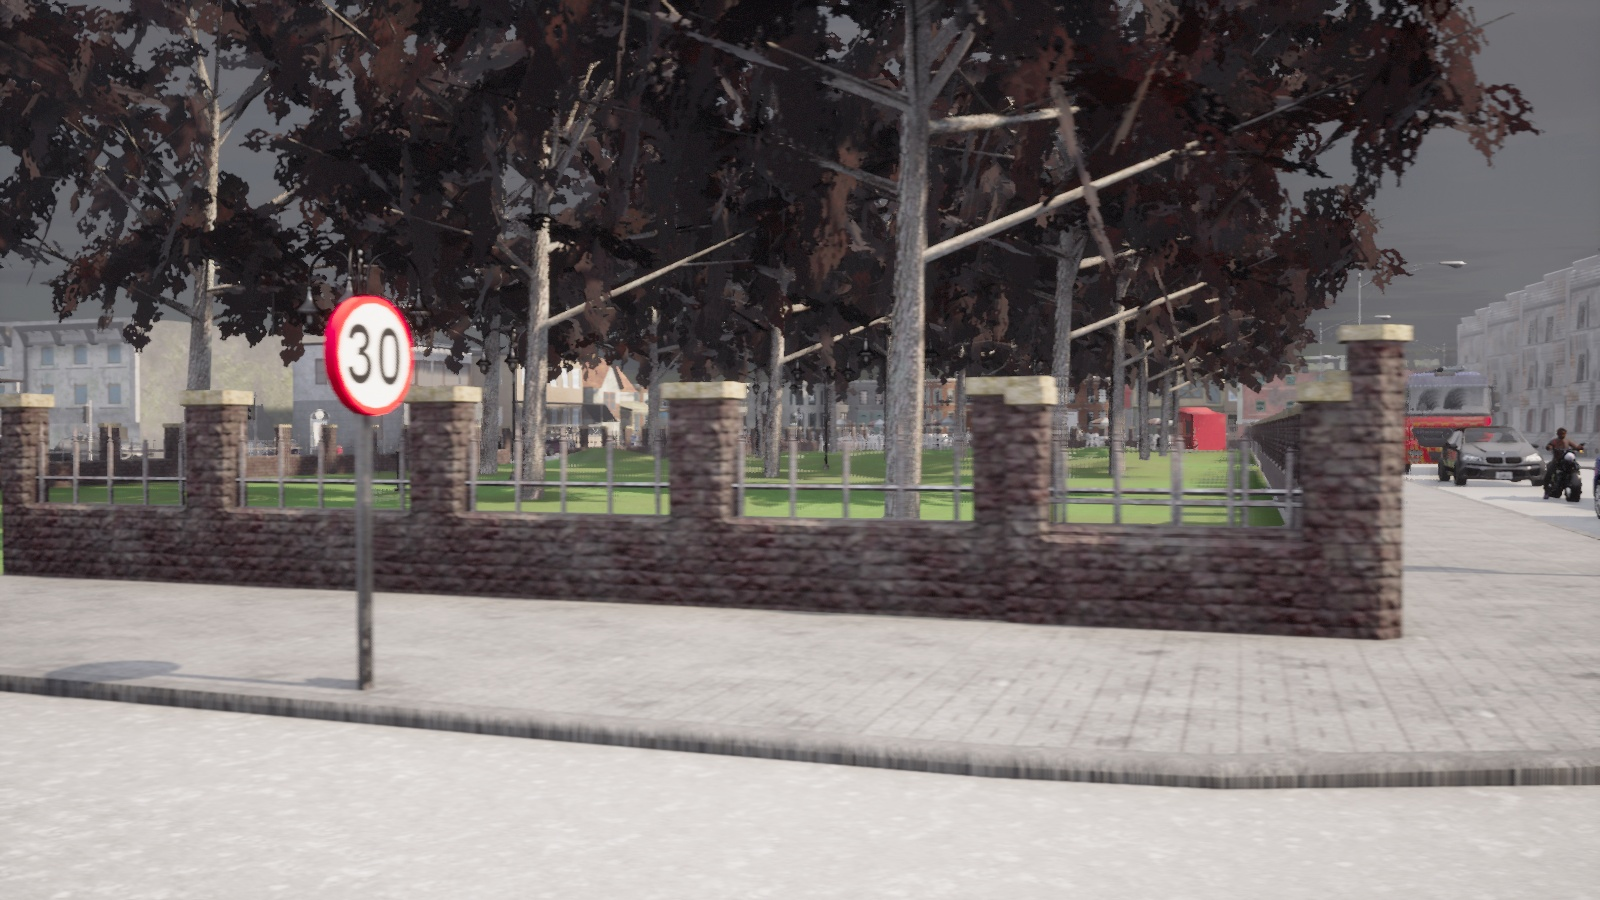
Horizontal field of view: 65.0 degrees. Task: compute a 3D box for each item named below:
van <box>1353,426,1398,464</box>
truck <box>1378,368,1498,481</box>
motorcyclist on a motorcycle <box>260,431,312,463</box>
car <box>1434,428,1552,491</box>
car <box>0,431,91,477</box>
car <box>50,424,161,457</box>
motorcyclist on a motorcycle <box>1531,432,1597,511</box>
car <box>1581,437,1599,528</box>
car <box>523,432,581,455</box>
[{"bbox_3d":[30.781,-0.280,67.257,1.775,1.987,4.442,1,1,19],"label":"van"},{"bbox_3d":[23.589,-0.928,46.846,2.891,3.827,8.468,1,1,19],"label":"truck"},{"bbox_3d":[-25.191,-0.149,61.559,2.191,1.530,0.866,0,0,2],"label":"motorcyclist on a motorcycle"},{"bbox_3d":[19.746,0.225,36.001,2.242,1.667,4.611,1,1,20],"label":"car"},{"bbox_3d":[-26.247,0.111,41.571,1.837,1.490,4.892,0,1,17],"label":"car"},{"bbox_3d":[-35.595,-0.490,64.382,5.027,1.651,2.152,1,1,20],"label":"car"},{"bbox_3d":[16.787,0.441,27.640,0.766,1.649,2.350,1,1,19],"label":"motorcyclist on a motorcycle"},{"bbox_3d":[14.059,0.571,19.885,1.882,1.535,5.008,1,1,20],"label":"car"},{"bbox_3d":[-16.212,-0.436,82.168,1.816,1.474,4.193,1,1,20],"label":"car"}]
